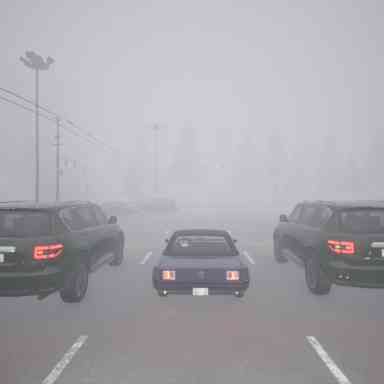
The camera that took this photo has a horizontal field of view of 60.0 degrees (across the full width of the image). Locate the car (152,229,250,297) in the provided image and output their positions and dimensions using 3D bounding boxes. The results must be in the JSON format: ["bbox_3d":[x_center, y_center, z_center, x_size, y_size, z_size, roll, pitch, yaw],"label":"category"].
[{"bbox_3d":[0.223,1.601,8.528,1.895,1.301,4.718,0,0,1],"label":"car"}]

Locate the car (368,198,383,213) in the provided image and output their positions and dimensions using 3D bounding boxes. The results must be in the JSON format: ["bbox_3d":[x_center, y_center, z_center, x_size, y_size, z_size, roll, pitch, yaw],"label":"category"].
[{"bbox_3d":[22.487,1.509,37.018,4.892,1.490,1.837,1,0,2],"label":"car"}]

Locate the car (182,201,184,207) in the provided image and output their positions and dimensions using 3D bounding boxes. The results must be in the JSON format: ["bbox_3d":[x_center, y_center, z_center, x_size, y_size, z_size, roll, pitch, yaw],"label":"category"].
[{"bbox_3d":[-3.463,1.528,44.724,4.674,1.442,1.812,0,0,2],"label":"car"}]

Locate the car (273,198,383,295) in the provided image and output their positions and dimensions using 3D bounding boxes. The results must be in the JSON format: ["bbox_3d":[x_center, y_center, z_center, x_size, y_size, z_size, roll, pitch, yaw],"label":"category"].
[{"bbox_3d":[3.730,1.222,8.839,2.150,2.045,5.566,0,0,1],"label":"car"}]

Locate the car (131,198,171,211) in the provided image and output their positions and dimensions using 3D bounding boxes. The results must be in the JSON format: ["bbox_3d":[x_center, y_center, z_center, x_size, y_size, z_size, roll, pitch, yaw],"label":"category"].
[{"bbox_3d":[-5.060,1.528,41.265,4.674,1.442,1.812,0,0,2],"label":"car"}]

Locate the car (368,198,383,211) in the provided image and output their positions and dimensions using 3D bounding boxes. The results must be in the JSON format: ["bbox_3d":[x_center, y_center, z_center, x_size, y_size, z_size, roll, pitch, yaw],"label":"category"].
[{"bbox_3d":[24.475,1.494,40.467,4.902,1.511,2.128,0,0,2],"label":"car"}]

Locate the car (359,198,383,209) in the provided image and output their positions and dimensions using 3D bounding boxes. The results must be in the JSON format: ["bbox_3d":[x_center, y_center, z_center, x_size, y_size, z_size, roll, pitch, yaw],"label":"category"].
[{"bbox_3d":[24.995,1.508,43.954,4.892,1.490,1.837,0,0,2],"label":"car"}]

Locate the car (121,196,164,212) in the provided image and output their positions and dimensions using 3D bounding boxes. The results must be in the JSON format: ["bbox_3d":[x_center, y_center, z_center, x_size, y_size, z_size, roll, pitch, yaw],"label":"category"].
[{"bbox_3d":[-5.554,1.354,37.779,4.553,1.767,2.097,0,0,2],"label":"car"}]

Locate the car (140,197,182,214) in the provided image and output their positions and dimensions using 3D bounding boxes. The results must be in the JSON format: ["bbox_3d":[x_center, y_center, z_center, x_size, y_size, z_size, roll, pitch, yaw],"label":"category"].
[{"bbox_3d":[-3.595,1.354,34.224,4.553,1.767,2.097,0,0,2],"label":"car"}]

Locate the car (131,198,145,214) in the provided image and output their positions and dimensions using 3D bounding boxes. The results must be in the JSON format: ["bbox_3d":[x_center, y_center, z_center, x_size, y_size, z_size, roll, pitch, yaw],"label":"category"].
[{"bbox_3d":[-7.396,1.549,30.826,5.357,1.411,2.033,0,0,2],"label":"car"}]

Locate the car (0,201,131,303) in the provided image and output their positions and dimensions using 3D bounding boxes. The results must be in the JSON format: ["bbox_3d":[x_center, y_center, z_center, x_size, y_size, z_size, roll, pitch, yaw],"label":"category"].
[{"bbox_3d":[-3.283,1.222,8.370,2.150,2.045,5.566,0,0,1],"label":"car"}]
